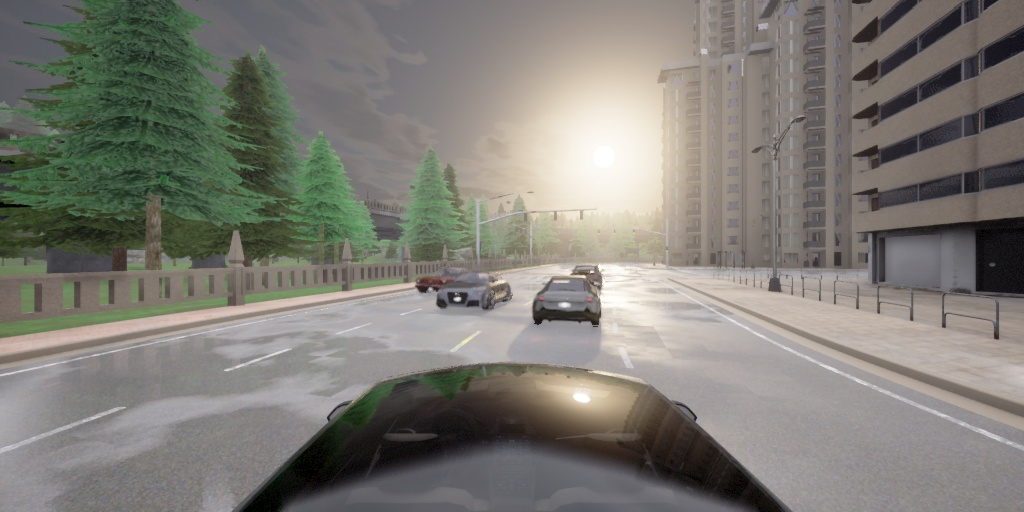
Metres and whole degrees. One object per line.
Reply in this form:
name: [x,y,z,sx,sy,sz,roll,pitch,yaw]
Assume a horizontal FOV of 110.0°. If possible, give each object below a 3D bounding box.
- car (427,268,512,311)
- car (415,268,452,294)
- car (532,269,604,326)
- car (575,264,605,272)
car: [-1.391,1.314,14.437,1.994,1.385,4.181,0,0,15]
car: [-3.476,1.351,20.044,1.895,1.301,4.718,0,0,16]
car: [1.899,1.314,11.801,1.994,1.385,4.181,0,0,13]
car: [4.830,1.257,22.992,1.837,1.490,4.892,0,1,15]
